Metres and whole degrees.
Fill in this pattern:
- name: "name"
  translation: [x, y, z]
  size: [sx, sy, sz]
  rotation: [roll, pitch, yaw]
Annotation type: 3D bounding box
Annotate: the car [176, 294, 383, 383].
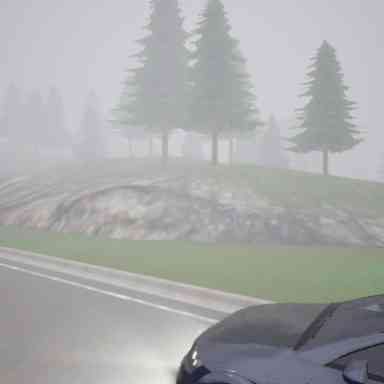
- name: "car"
  translation: [1.899, 1.564, 2.638]
  size: [4.181, 1.385, 1.994]
  rotation: [0, 0, 35]
